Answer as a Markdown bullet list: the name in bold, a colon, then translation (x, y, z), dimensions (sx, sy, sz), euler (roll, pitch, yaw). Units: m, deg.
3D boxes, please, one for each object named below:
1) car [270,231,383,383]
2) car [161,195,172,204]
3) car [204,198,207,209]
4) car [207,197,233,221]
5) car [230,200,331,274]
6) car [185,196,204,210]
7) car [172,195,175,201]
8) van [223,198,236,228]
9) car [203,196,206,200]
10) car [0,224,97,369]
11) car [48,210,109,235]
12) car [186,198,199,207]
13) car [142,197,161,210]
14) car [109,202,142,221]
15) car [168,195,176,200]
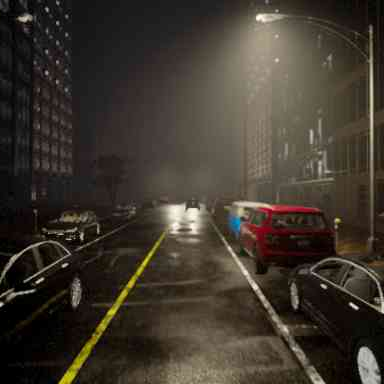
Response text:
- **car**: translation (2.698, 1.557, 4.807), dimensions (2.008, 1.369, 4.403), euler (1, 0, 0)
- **car**: translation (-5.688, 1.613, 66.848), dimensions (1.887, 1.381, 4.507), euler (1, 0, 0)
- **car**: translation (2.695, 1.626, 38.655), dimensions (1.802, 1.307, 4.206), euler (1, 0, 0)
- **car**: translation (2.699, 1.347, 27.373), dimensions (2.192, 1.841, 5.009), euler (1, 0, 0)
- **car**: translation (2.700, 1.328, 10.448), dimensions (2.192, 1.841, 5.009), euler (1, 0, 0)
- **car**: translation (0.101, 1.595, 42.916), dimensions (2.033, 1.411, 5.357), euler (0, 0, 0)
- **car**: translation (-5.689, 1.609, 89.249), dimensions (1.752, 1.417, 4.829), euler (1, 0, 0)
- **van**: translation (2.699, 1.361, 16.090), dimensions (1.690, 1.788, 3.998), euler (1, 0, 0)
- **car**: translation (2.695, 1.575, 44.466), dimensions (1.752, 1.417, 4.829), euler (1, 0, 0)
- **car**: translation (-3.091, 1.511, 4.918), dimensions (1.837, 1.490, 4.892), euler (0, 0, 0)
- **car**: translation (-5.683, 1.570, 16.063), dimensions (2.008, 1.369, 4.403), euler (1, 0, 0)
- **car**: translation (0.096, 1.659, 52.891), dimensions (1.895, 1.301, 4.718), euler (0, 0, 0)
- **car**: translation (-5.686, 1.600, 44.277), dimensions (2.008, 1.369, 4.403), euler (1, 0, 0)
- **car**: translation (-5.685, 1.582, 27.348), dimensions (2.008, 1.369, 4.403), euler (1, 0, 0)
- **car**: translation (-5.690, 1.632, 95.062), dimensions (1.887, 1.381, 4.507), euler (1, 0, 0)
